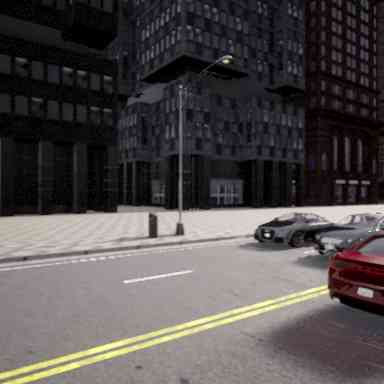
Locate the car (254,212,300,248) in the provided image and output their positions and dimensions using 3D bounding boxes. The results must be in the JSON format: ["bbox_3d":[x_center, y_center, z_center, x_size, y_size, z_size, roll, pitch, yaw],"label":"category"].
[{"bbox_3d":[4.776,1.625,15.080,4.181,1.385,1.994,0,0,-36],"label":"car"}]

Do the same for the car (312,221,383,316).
[{"bbox_3d":[4.874,1.516,6.920,5.008,1.535,1.882,0,0,-35],"label":"car"}]

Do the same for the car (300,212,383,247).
[{"bbox_3d":[6.517,1.552,12.329,4.902,1.511,2.128,0,0,-35],"label":"car"}]
